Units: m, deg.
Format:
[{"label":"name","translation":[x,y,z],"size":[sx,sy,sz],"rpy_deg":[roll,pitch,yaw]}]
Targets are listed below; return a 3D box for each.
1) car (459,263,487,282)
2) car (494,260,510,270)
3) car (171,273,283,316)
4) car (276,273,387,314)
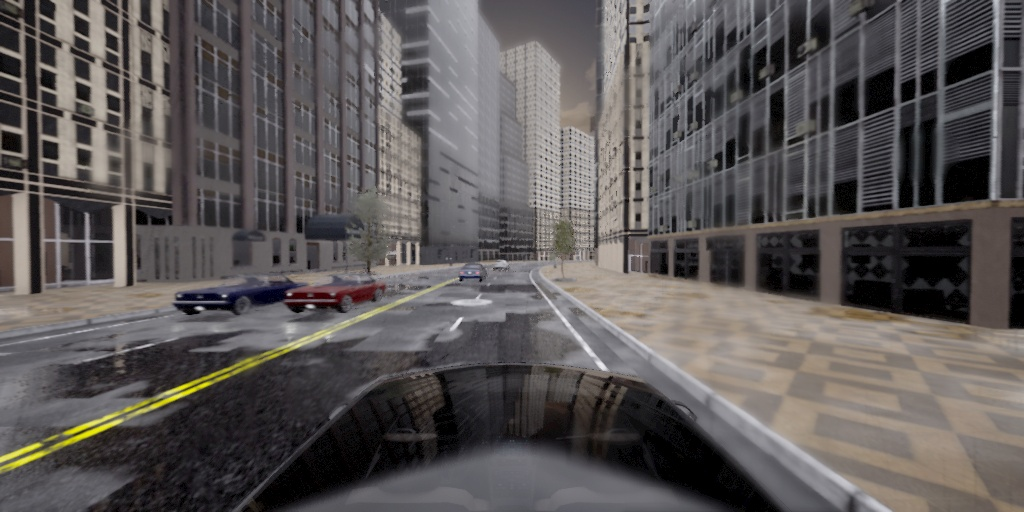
[{"label":"car","translation":[-3.095,1.295,29.215],"size":[2.033,1.411,5.357],"rpy_deg":[0,0,1]},{"label":"car","translation":[-1.453,1.296,53.385],"size":[1.812,1.442,4.674],"rpy_deg":[0,0,7]},{"label":"car","translation":[-9.832,1.348,13.514],"size":[1.895,1.301,4.718],"rpy_deg":[0,0,0]},{"label":"car","translation":[-6.579,1.348,13.922],"size":[1.895,1.301,4.718],"rpy_deg":[0,0,0]}]
